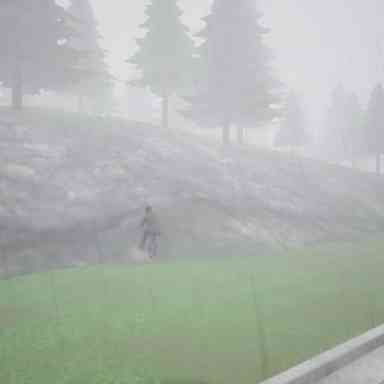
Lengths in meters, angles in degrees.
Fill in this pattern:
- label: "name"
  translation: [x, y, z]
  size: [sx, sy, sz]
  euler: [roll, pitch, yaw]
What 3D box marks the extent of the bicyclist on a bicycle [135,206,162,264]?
- label: "bicyclist on a bicycle"
  translation: [-1.301, 1.233, 9.997]
  size: [0.582, 1.620, 1.656]
  euler: [-6, 24, -36]
